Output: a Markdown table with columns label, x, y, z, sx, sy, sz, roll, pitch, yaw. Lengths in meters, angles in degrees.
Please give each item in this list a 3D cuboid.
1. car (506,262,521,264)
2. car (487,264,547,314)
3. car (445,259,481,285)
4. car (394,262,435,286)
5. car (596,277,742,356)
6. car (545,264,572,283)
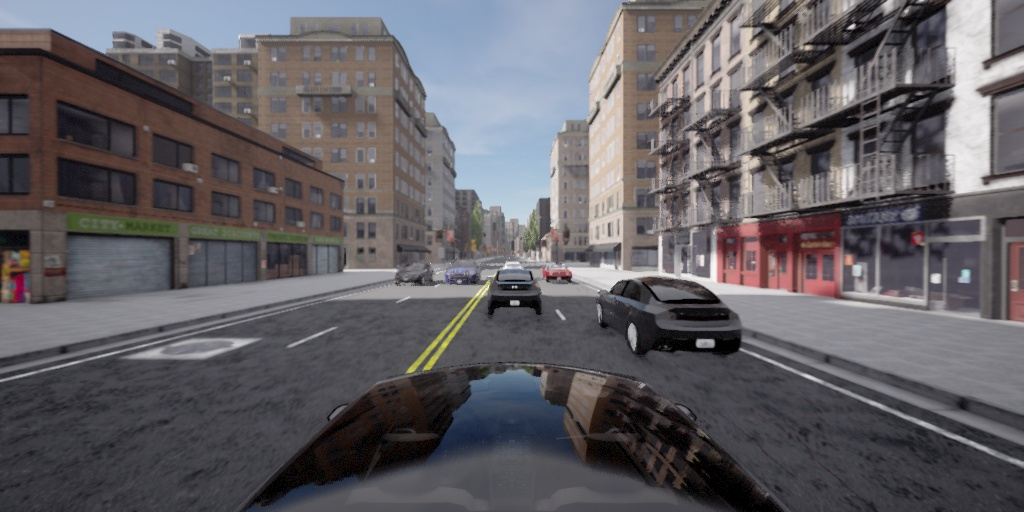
| label | x | y | z | sx | sy | sz | roll | pitch | yaw |
| --- | --- | --- | --- | --- | --- | --- | --- | --- | --- |
| car | 0.094 | 1.204 | 29.874 | 1.812 | 1.442 | 4.674 | 0 | 0 | 0 |
| car | 0.093 | 1.224 | 13.739 | 1.837 | 1.490 | 4.892 | 0 | 0 | 0 |
| car | -3.351 | 1.042 | 25.159 | 2.097 | 1.767 | 4.553 | 0 | 0 | 0 |
| car | -6.602 | 1.196 | 24.687 | 1.837 | 1.490 | 4.892 | 0 | 0 | 0 |
| car | 3.331 | 1.238 | 8.568 | 1.837 | 1.490 | 4.892 | 0 | 0 | 0 |
| car | 3.342 | 1.285 | 27.509 | 1.895 | 1.301 | 4.718 | 0 | 0 | 0 |
